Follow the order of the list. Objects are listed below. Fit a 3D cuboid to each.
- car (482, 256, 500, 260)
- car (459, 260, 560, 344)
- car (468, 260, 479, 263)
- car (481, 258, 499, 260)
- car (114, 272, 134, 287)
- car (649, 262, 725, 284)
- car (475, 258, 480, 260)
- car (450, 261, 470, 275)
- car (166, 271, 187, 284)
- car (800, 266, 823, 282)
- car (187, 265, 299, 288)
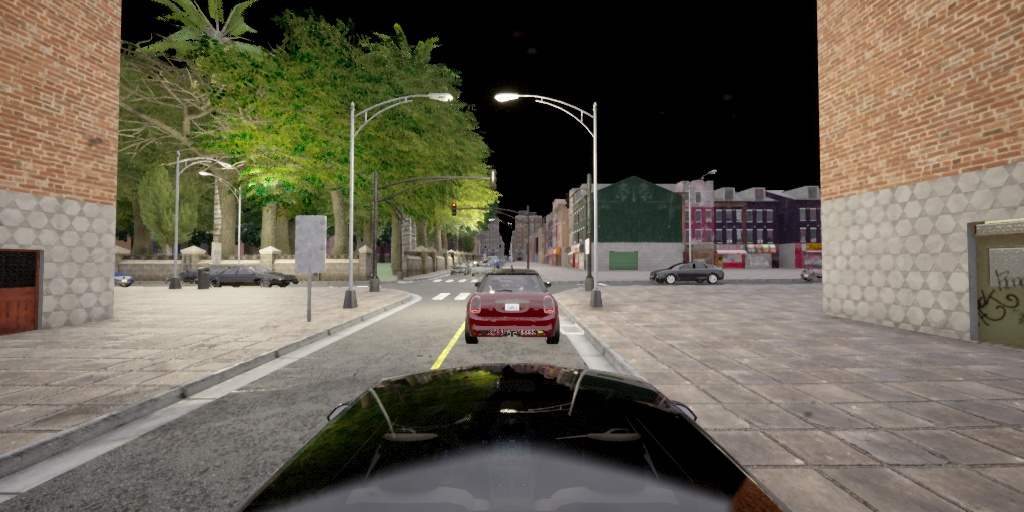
[{"bbox_3d":[-3.142,1.045,57.590,2.150,2.045,5.566,0,0,0],"label":"car"},{"bbox_3d":[0.022,1.106,9.734,2.097,1.767,4.553,0,0,1],"label":"car"},{"bbox_3d":[-2.972,1.383,36.853,1.895,1.301,4.718,0,0,2],"label":"car"},{"bbox_3d":[-3.060,1.304,46.929,1.837,1.490,4.892,0,0,-1],"label":"car"},{"bbox_3d":[-26.151,1.261,22.023,4.674,1.442,1.812,0,-1,0],"label":"car"},{"bbox_3d":[12.214,1.194,25.193,4.892,1.490,1.837,-1,-1,0],"label":"car"},{"bbox_3d":[-5.589,1.347,45.645,2.007,1.370,4.403,0,0,0],"label":"car"},{"bbox_3d":[-5.553,1.334,38.509,2.007,1.370,4.403,0,0,0],"label":"car"},{"bbox_3d":[-21.235,1.333,24.996,4.674,1.442,1.812,0,-1,0],"label":"car"},{"bbox_3d":[23.075,1.098,25.272,4.674,1.442,1.812,-1,-1,0],"label":"car"},{"bbox_3d":[-16.241,1.288,22.072,5.357,1.411,2.033,0,-1,0],"label":"car"}]
